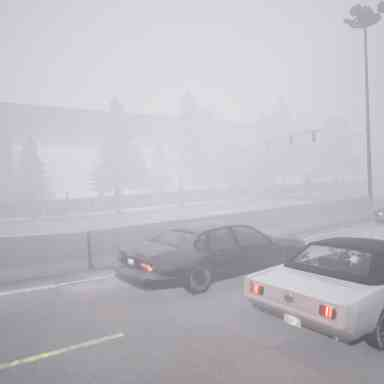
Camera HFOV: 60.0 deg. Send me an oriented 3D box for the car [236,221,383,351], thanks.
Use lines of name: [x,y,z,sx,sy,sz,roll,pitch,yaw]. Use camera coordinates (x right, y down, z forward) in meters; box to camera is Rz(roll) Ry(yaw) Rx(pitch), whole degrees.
car: [3.251,1.506,6.092,4.718,1.301,1.895,-2,1,-36]

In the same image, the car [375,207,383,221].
car: [10.764,0.867,15.809,5.357,1.411,2.033,-4,2,-36]

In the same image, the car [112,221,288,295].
car: [0.723,1.471,8.582,5.357,1.411,2.033,-2,1,-36]
